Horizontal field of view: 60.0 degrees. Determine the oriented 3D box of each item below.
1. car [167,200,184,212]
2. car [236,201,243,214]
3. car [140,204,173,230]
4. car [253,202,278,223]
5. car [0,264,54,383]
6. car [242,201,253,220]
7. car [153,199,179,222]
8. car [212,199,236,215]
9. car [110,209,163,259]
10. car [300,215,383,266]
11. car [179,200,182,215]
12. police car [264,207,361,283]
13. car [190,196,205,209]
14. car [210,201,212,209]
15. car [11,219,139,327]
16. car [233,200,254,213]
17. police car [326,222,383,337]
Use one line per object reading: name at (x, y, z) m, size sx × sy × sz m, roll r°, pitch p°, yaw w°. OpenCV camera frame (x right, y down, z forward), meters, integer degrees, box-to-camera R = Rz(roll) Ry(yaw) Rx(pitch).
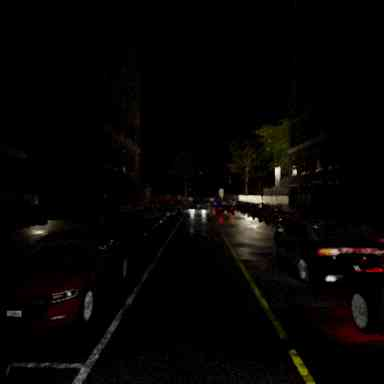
car at (-1.925, 1.624, 40.195) m, size 1.802 × 1.307 × 4.206 m, roll 1°, pitch 0°, yaw 1°
car at (5.996, 1.693, 34.530) m, size 1.802 × 1.307 × 4.206 m, roll 1°, pitch 0°, yaw 1°
car at (-2.334, 1.549, 18.124) m, size 2.008 × 1.369 × 4.403 m, roll 1°, pitch 0°, yaw 1°
car at (5.794, 1.615, 23.666) m, size 1.752 × 1.417 × 4.829 m, roll 1°, pitch 0°, yaw 1°
car at (-2.641, 1.526, 1.571) m, size 2.008 × 1.369 × 4.403 m, roll 1°, pitch 0°, yaw 1°
car at (5.894, 1.645, 29.013) m, size 1.887 × 1.381 × 4.507 m, roll 1°, pitch 0°, yaw 1°
car at (-2.231, 1.448, 23.642) m, size 1.967 × 1.590 × 4.097 m, roll 1°, pitch 0°, yaw 1°
car at (3.424, 1.688, 35.527) m, size 1.895 × 1.301 × 4.718 m, roll 1°, pitch 0°, yaw 2°
car at (-2.437, 1.556, 12.606) m, size 1.947 × 1.339 × 4.313 m, roll 1°, pitch 0°, yaw 1°
car at (5.586, 1.653, 12.461) m, size 1.802 × 1.307 × 4.206 m, roll 1°, pitch 0°, yaw 1°
car at (-2.133, 1.544, 28.989) m, size 1.752 × 1.417 × 4.829 m, roll 1°, pitch 0°, yaw 1°
police car at (3.727, 1.474, 9.900) m, size 1.930 × 1.638 × 5.238 m, roll 1°, pitch 0°, yaw 1°
car at (0.818, 1.614, 45.851) m, size 1.812 × 1.442 × 4.674 m, roll 1°, pitch 0°, yaw 1°
car at (3.556, 1.632, 45.169) m, size 1.812 × 1.442 × 4.674 m, roll 1°, pitch 0°, yaw 1°
car at (-2.539, 1.527, 7.089) m, size 1.887 × 1.381 × 4.507 m, roll 1°, pitch 0°, yaw 1°
car at (6.098, 1.689, 40.048) m, size 1.947 × 1.339 × 4.313 m, roll 1°, pitch 0°, yaw 1°
police car at (3.616, 1.466, 3.901) m, size 1.930 × 1.638 × 5.238 m, roll 1°, pitch 0°, yaw 1°
